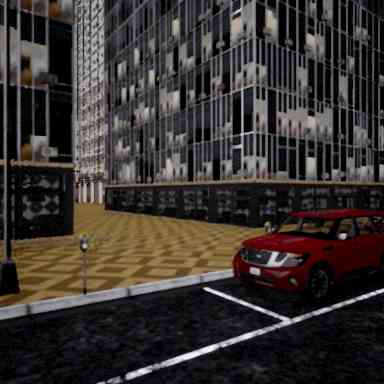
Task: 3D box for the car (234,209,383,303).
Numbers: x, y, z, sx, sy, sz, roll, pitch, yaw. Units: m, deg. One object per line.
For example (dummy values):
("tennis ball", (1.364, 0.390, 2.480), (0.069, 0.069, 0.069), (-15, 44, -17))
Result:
("car", (3.388, 1.390, 8.531), (5.009, 1.841, 2.192), (1, -1, -35))
